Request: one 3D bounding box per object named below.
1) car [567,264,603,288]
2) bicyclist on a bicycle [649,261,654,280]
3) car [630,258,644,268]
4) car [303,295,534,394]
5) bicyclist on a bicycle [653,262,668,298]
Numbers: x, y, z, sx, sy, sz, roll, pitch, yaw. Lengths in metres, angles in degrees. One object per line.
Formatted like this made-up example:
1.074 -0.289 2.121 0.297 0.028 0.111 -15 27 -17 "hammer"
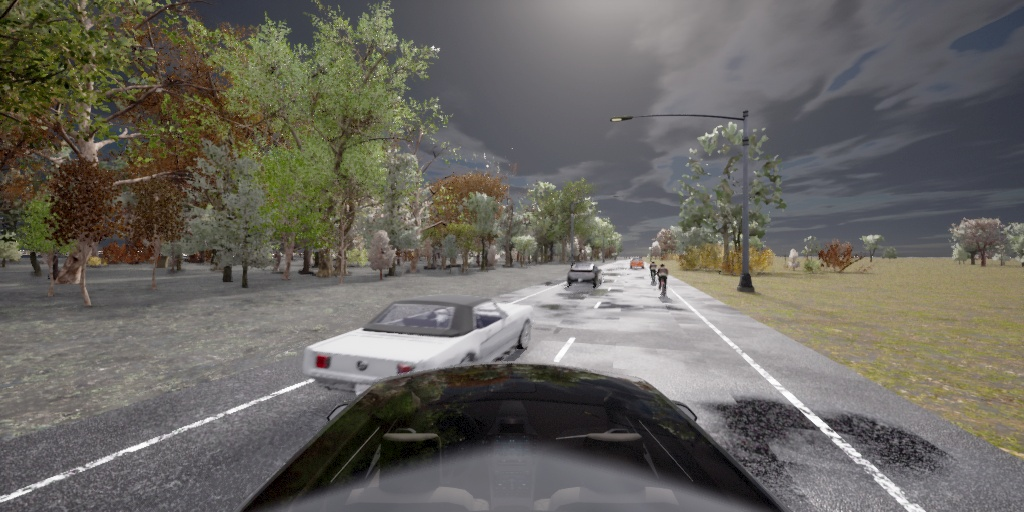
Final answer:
4.893 1.246 23.860 2.128 1.511 4.902 0 0 19 "car"
10.183 1.209 25.851 0.582 1.620 1.656 0 0 19 "bicyclist on a bicycle"
20.854 1.117 59.874 2.097 1.767 4.553 0 0 18 "car"
-1.038 1.351 6.430 1.895 1.301 4.718 0 0 19 "car"
7.299 1.206 17.382 0.582 1.620 1.656 0 0 19 "bicyclist on a bicycle"
